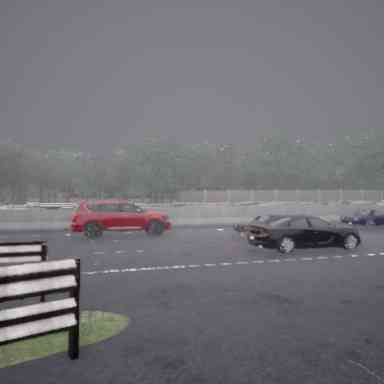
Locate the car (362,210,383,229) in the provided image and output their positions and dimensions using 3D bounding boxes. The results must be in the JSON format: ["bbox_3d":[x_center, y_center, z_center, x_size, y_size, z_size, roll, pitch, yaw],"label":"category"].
[{"bbox_3d":[13.238,1.915,23.994,4.718,1.301,1.895,0,-1,-16],"label":"car"}]

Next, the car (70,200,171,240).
[{"bbox_3d":[-4.021,1.506,18.996,5.566,2.045,2.150,0,-1,-16],"label":"car"}]

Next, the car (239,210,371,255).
[{"bbox_3d":[4.808,1.712,14.265,5.008,1.535,1.882,0,-1,-16],"label":"car"}]

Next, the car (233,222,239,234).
[{"bbox_3d":[4.710,1.867,17.879,4.718,1.301,1.895,0,-1,-16],"label":"car"}]
